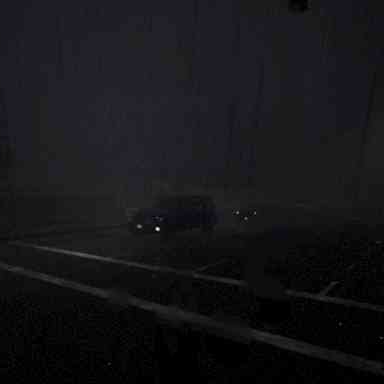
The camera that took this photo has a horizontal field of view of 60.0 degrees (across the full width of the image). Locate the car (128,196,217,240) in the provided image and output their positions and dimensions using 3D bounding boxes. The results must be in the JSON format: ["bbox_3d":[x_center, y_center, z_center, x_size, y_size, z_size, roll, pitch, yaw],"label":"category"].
[{"bbox_3d":[-0.796,1.215,17.393,2.150,2.045,5.566,0,0,36],"label":"car"}]

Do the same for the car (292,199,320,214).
[{"bbox_3d":[12.086,1.518,35.228,1.812,1.442,4.674,0,0,36],"label":"car"}]

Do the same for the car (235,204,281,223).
[{"bbox_3d":[5.162,1.594,25.657,1.895,1.301,4.718,0,0,36],"label":"car"}]
